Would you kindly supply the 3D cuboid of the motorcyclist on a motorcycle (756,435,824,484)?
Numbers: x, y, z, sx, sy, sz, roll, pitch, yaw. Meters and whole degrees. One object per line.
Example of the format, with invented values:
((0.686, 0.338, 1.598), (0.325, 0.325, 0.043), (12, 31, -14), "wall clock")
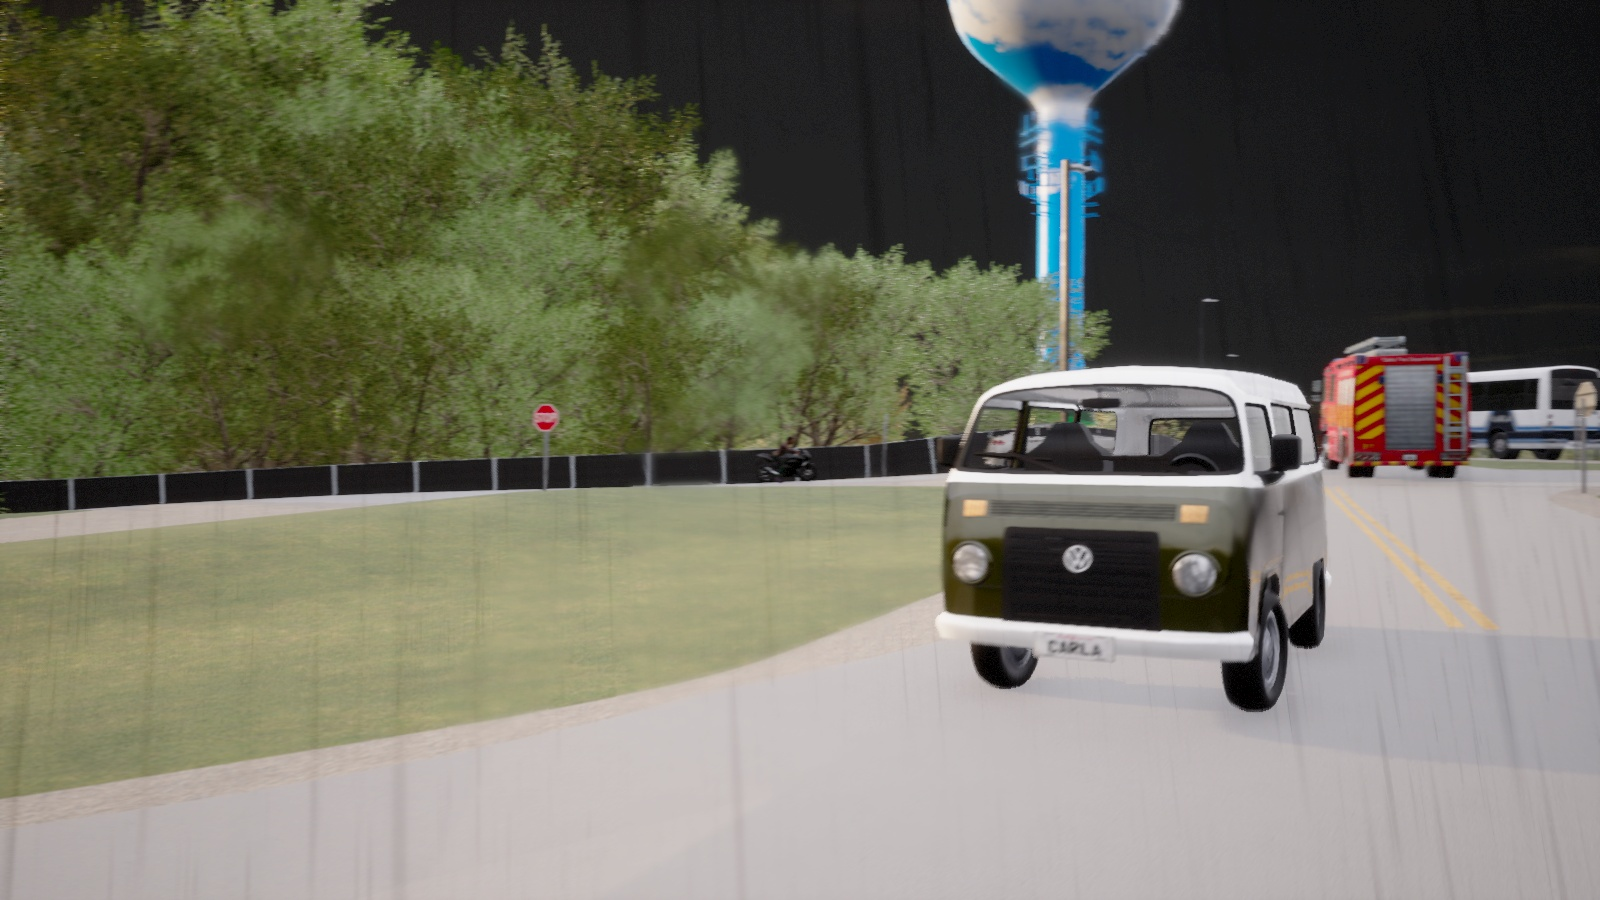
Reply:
((-0.319, 0.316, 41.011), (2.044, 1.523, 0.797), (-2, -1, 8), "motorcyclist on a motorcycle")

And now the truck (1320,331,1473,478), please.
((17.424, -1.294, 37.249), (2.891, 3.827, 8.468), (0, 1, 17), "truck")

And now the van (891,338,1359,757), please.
((2.493, 0.447, 8.566), (2.069, 2.038, 4.480), (0, 1, 28), "van")

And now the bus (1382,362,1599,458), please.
((33.400, -1.802, 60.990), (3.944, 4.253, 10.273), (0, 0, -12), "bus")
